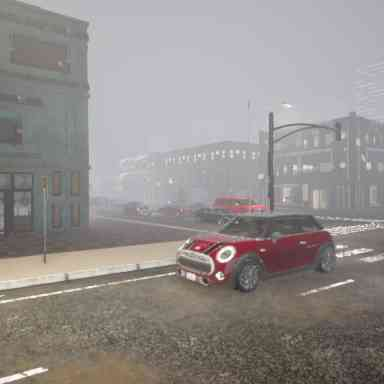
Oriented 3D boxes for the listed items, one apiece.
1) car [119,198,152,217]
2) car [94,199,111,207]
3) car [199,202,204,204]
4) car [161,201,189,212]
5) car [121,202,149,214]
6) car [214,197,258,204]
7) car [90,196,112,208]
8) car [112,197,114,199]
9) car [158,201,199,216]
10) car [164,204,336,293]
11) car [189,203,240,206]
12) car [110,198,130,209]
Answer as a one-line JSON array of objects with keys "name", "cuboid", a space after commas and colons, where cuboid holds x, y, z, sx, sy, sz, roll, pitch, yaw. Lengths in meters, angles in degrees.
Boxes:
[{"name": "car", "cuboid": [-6.060, 1.846, 36.788, 1.967, 1.590, 4.097, -1, 0, -35]}, {"name": "car", "cuboid": [-18.453, 2.227, 68.720, 1.887, 1.381, 4.507, -1, 0, -35]}, {"name": "car", "cuboid": [0.775, 1.903, 41.643, 1.802, 1.307, 4.206, -2, 0, -35]}, {"name": "car", "cuboid": [-2.429, 1.965, 46.155, 1.802, 1.307, 4.206, -2, 0, -35]}, {"name": "car", "cuboid": [-7.432, 2.011, 43.235, 1.994, 1.385, 4.181, -1, 0, -35]}, {"name": "car", "cuboid": [3.933, 1.445, 27.199, 2.150, 2.045, 5.566, -1, 0, -35]}, {"name": "car", "cuboid": [-17.773, 1.879, 63.297, 2.150, 2.045, 5.566, -1, 0, -35]}, {"name": "car", "cuboid": [-15.254, 1.939, 64.207, 2.192, 1.841, 5.009, -1, 0, -35]}, {"name": "car", "cuboid": [-1.718, 1.937, 35.168, 1.895, 1.301, 4.718, -1, 0, -35]}, {"name": "car", "cuboid": [1.810, 1.350, 8.962, 4.553, 1.767, 2.097, 0, 0, -35]}, {"name": "car", "cuboid": [1.878, 1.814, 25.404, 1.947, 1.339, 4.313, -1, 0, -35]}, {"name": "car", "cuboid": [-10.983, 2.132, 53.743, 1.895, 1.301, 4.718, -1, 0, -35]}]
